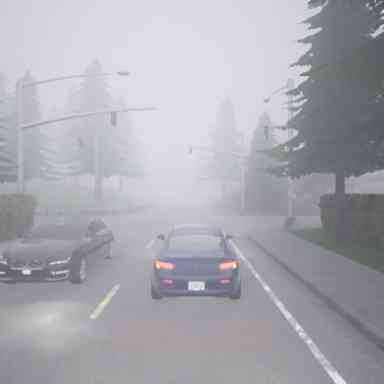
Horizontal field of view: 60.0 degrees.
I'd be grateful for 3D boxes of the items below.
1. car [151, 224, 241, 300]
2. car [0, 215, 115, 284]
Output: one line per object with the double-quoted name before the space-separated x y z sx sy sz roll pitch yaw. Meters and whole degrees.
"car" 0.084 1.510 8.248 1.812 1.442 4.674 0 0 0
"car" -3.551 1.489 9.605 1.837 1.490 4.892 0 0 0
